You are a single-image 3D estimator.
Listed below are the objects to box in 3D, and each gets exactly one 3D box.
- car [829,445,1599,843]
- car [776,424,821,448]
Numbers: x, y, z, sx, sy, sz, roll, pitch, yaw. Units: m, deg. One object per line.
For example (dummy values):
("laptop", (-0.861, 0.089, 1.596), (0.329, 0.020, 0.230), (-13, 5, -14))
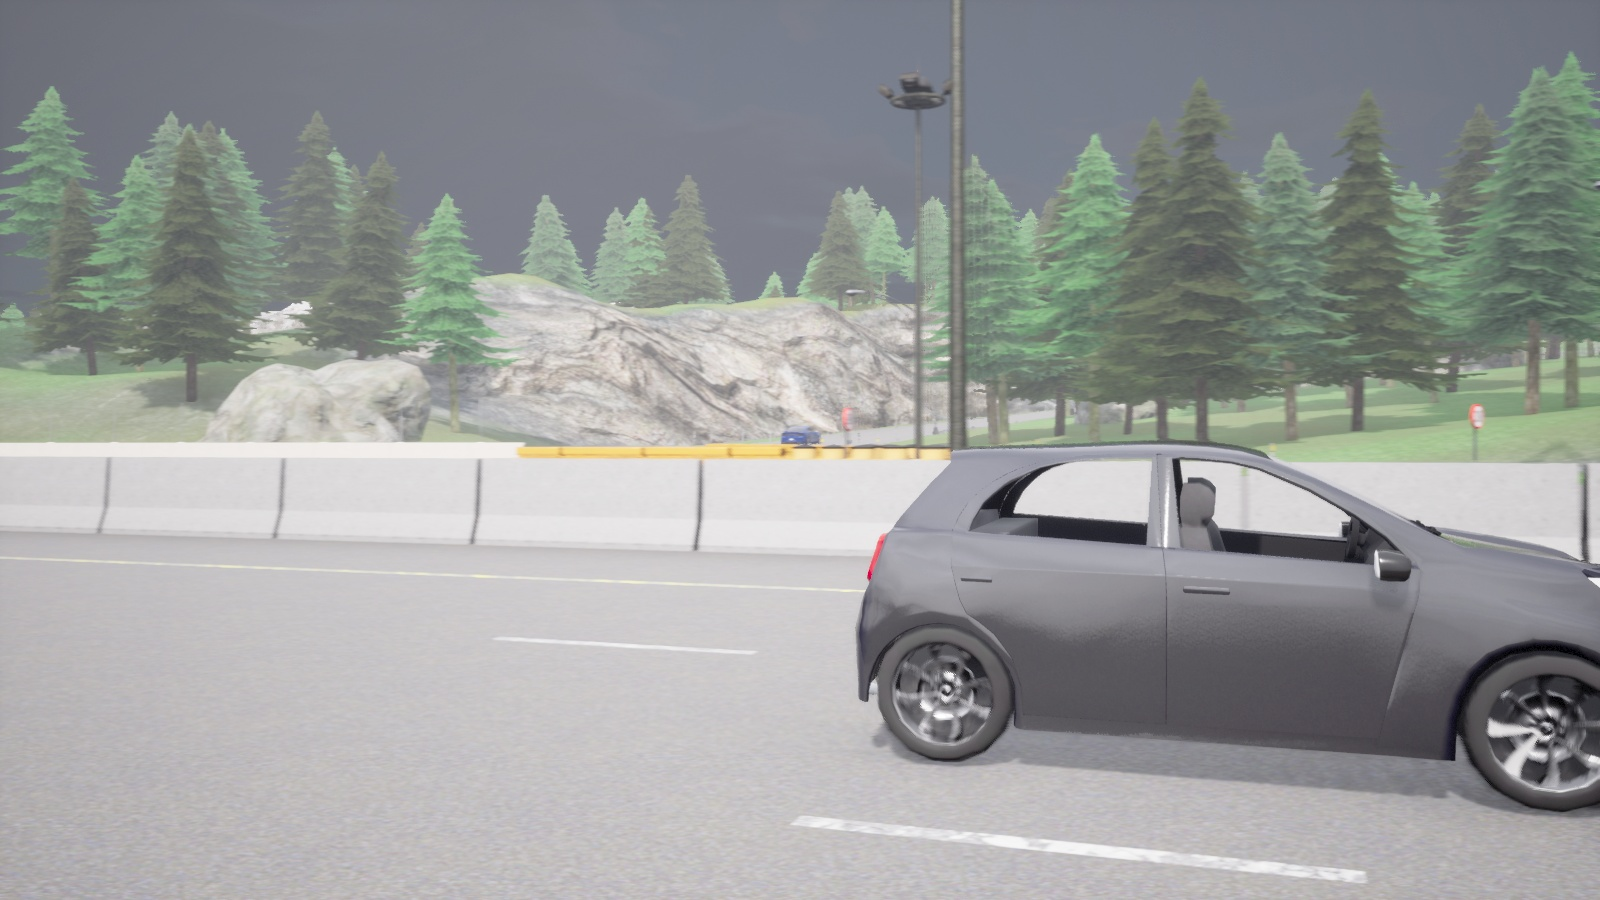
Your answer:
("car", (2.153, 0.750, 6.161), (3.633, 1.501, 1.845), (1, 1, 19))
("car", (-0.063, -1.012, 90.491), (1.882, 1.535, 5.008), (0, 3, 17))
